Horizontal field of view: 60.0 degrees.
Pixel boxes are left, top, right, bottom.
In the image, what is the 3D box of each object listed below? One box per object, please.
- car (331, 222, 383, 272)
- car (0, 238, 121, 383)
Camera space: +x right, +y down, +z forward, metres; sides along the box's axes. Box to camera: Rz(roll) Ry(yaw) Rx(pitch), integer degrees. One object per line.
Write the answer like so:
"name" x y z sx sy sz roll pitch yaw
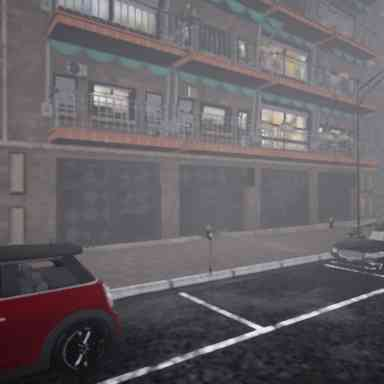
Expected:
"car" 6.154 1.653 10.506 4.403 1.369 2.008 1 -1 -36
"car" -3.045 1.437 3.940 4.097 1.590 1.967 1 -1 -36
